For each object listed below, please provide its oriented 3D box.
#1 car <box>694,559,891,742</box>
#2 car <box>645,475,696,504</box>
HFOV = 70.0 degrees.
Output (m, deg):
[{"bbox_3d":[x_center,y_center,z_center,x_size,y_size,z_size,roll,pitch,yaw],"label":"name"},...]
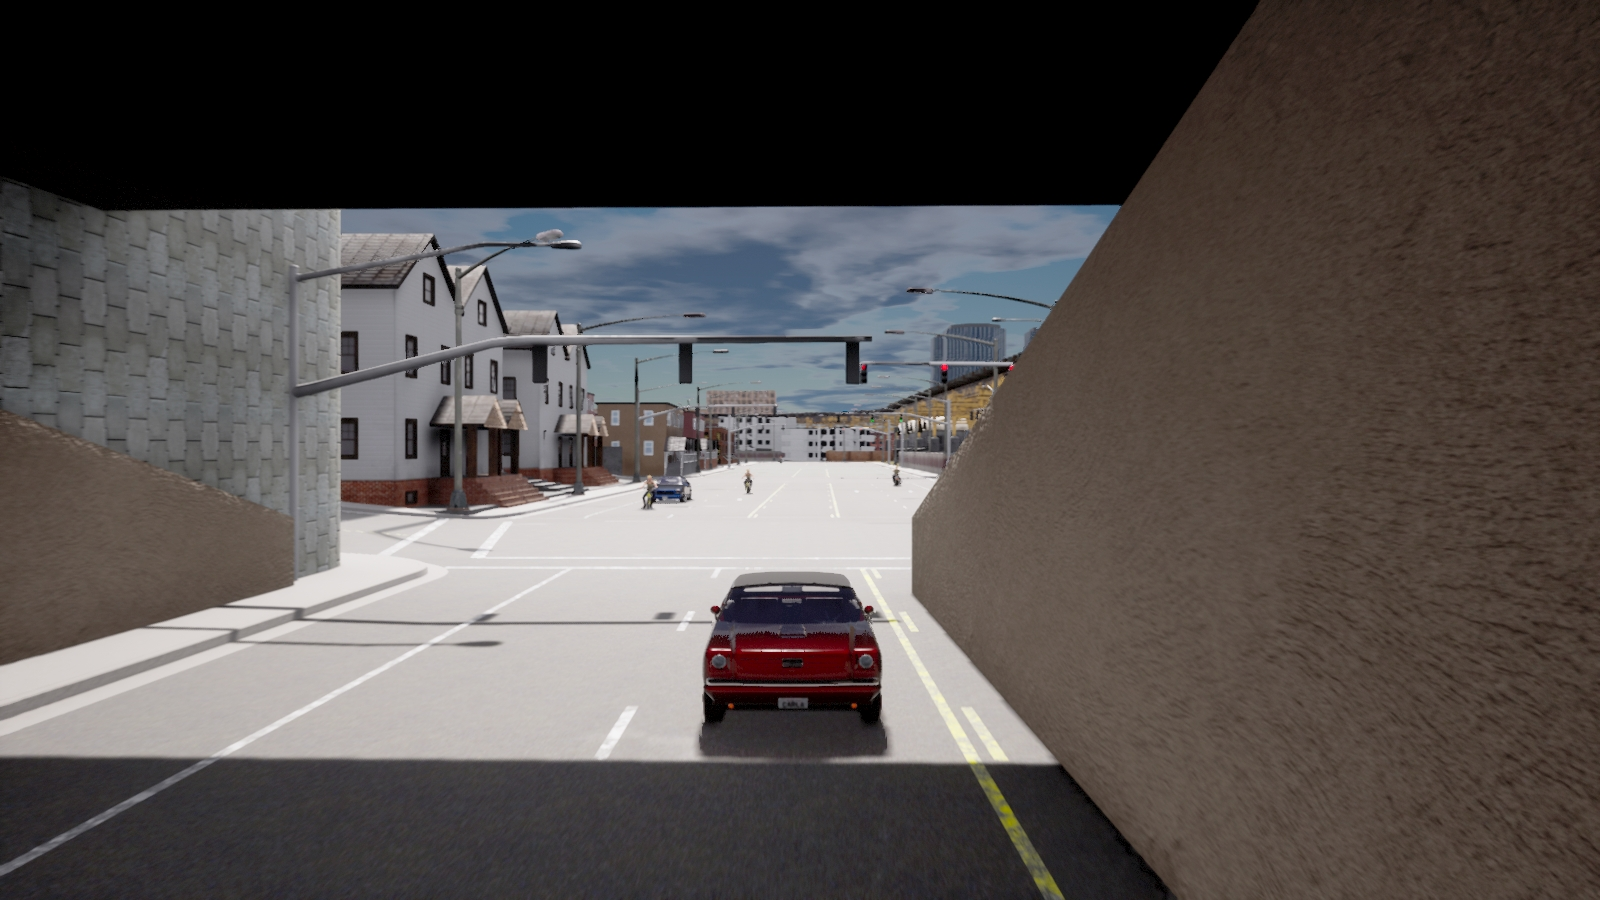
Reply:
[{"bbox_3d":[-0.093,2.155,13.358,1.895,1.301,4.718,0,0,-1],"label":"car"},{"bbox_3d":[-6.994,2.106,62.250,2.033,1.411,5.357,0,0,1],"label":"car"}]
